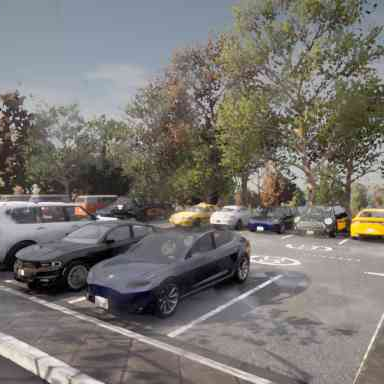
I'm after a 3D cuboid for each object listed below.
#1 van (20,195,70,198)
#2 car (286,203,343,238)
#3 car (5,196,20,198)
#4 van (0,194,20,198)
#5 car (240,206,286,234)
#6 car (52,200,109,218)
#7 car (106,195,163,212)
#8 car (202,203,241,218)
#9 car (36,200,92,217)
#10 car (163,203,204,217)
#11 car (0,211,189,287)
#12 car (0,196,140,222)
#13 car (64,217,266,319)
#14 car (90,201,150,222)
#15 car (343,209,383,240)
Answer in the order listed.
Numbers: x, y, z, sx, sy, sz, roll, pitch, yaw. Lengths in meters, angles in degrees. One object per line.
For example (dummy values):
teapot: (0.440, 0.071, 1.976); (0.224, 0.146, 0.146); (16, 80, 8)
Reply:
van: (-15.026, 1.310, 34.858); (1.878, 1.987, 4.442); (0, 0, 36)
car: (7.353, 1.465, 18.785); (2.185, 1.767, 4.553); (0, 0, 36)
car: (-17.213, 1.547, 36.586); (2.097, 1.535, 5.008); (0, 0, 36)
van: (-19.390, 1.336, 38.304); (1.878, 1.987, 4.442); (0, 0, 36)
car: (5.176, 1.611, 20.290); (2.163, 1.488, 4.792); (0, 0, 36)
car: (-10.581, 1.554, 31.801); (2.163, 1.488, 4.792); (0, 0, 36)
car: (-3.755, 1.293, 26.845); (2.435, 2.045, 5.566); (0, 0, 36)
car: (2.950, 1.612, 21.939); (2.002, 1.452, 4.674); (0, 0, 36)
car: (-12.717, 1.556, 33.352); (2.163, 1.488, 4.792); (0, 0, 36)
car: (0.601, 1.560, 23.419); (1.946, 1.575, 5.366); (0, 0, 36)
car: (-2.493, 1.589, 9.737); (2.097, 1.535, 5.008); (0, 0, 36)
car: (-4.725, 1.329, 11.386); (2.435, 2.045, 5.566); (0, 0, 36)
car: (-0.266, 1.629, 8.079); (2.163, 1.488, 4.792); (0, 0, 36)
car: (-6.031, 1.565, 28.427); (2.163, 1.488, 4.792); (0, 0, 36)
car: (9.574, 1.600, 17.128); (2.097, 1.535, 5.008); (0, 0, 36)
